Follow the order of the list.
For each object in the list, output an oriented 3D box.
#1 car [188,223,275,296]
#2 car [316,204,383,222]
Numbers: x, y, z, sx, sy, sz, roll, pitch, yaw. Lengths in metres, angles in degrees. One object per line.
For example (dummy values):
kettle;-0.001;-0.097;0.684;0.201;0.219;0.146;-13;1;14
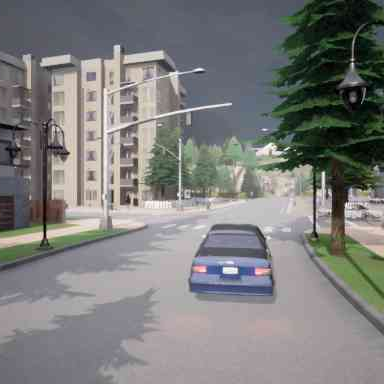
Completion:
car;1.137;1.547;8.833;2.033;1.411;5.357;0;0;9
car;12.356;1.620;26.509;4.718;1.301;1.895;0;0;19
